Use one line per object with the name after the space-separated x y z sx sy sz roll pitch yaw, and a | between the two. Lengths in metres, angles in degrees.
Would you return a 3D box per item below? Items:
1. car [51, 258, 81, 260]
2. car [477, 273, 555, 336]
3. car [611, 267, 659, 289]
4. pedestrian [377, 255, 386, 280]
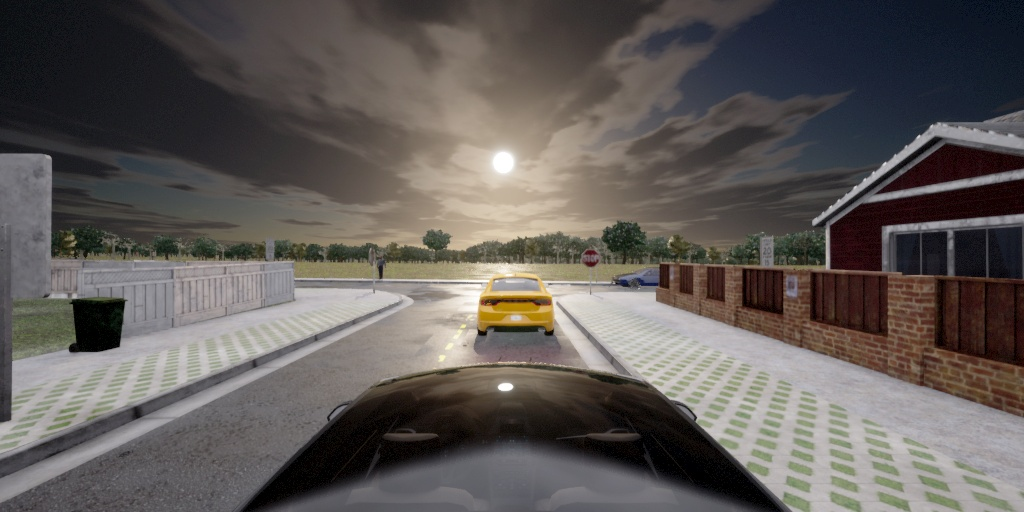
-29.924 0.871 23.528 5.008 1.535 1.882 1 0 -1 | car
0.092 1.229 10.468 1.882 1.535 5.008 0 0 0 | car
9.429 1.445 23.805 5.357 1.411 2.033 1 0 0 | car
-9.721 0.819 26.577 0.375 1.860 0.375 0 -1 0 | pedestrian
